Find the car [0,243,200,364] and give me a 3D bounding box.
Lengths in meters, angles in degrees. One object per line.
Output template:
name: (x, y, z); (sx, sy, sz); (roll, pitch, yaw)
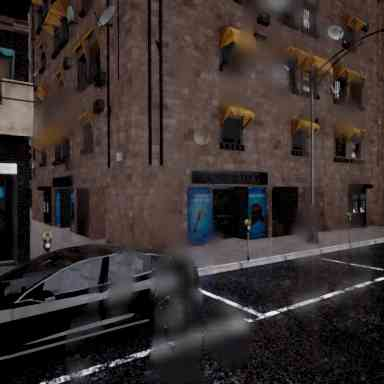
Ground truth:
car: (-1.852, 1.566, 5.244); (4.313, 1.339, 1.947); (0, 0, -36)
